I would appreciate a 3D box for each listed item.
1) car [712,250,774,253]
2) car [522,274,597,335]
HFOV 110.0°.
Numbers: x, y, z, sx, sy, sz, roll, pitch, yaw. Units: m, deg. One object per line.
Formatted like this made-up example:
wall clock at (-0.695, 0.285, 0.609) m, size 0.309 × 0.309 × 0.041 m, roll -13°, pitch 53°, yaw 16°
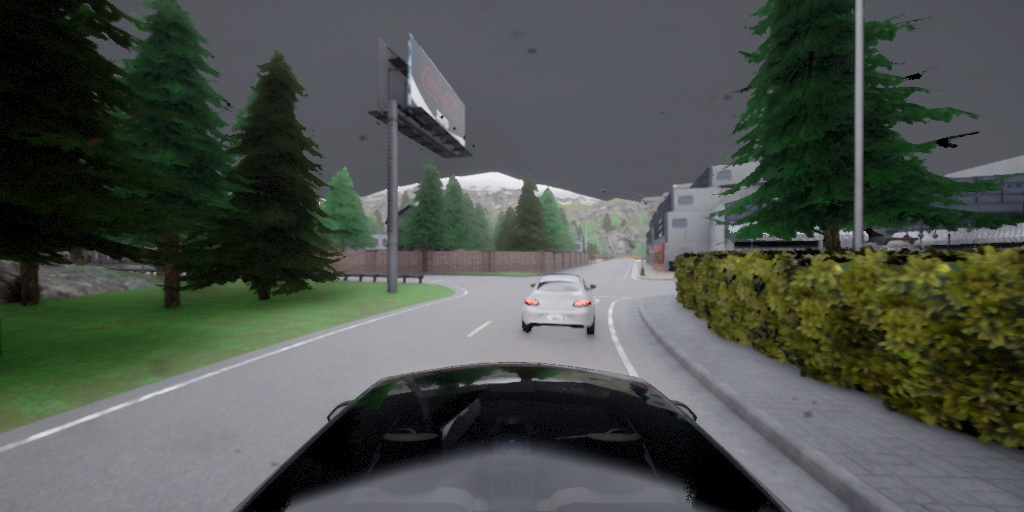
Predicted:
car at (13.475, 0.720, 19.148) m, size 5.566 × 2.045 × 2.150 m, roll 1°, pitch 0°, yaw 20°
car at (1.443, 1.243, 10.402) m, size 1.812 × 1.442 × 4.674 m, roll 0°, pitch 0°, yaw 11°
